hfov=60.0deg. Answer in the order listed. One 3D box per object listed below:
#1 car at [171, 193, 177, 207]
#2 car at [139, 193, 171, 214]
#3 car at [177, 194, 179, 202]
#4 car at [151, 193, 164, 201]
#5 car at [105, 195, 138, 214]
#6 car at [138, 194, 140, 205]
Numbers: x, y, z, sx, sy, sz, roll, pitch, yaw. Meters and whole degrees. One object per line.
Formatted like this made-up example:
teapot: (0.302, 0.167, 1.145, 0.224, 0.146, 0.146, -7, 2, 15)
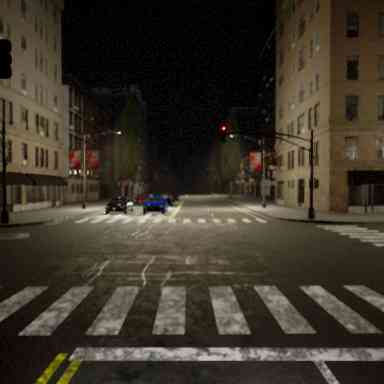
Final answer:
car: (-3.239, 1.106, 42.021, 1.895, 1.301, 4.718, 0, 1, 0)
car: (-3.272, 1.121, 30.284, 1.882, 1.535, 5.008, 0, 1, 0)
car: (-3.183, 0.823, 55.423, 1.882, 1.535, 5.008, 0, 0, 0)
car: (-6.390, 0.832, 61.855, 1.994, 1.385, 4.181, 0, 1, -1)
car: (-6.522, 1.147, 30.299, 1.837, 1.490, 4.892, 0, 1, 0)
car: (-6.479, 0.959, 43.950, 1.882, 1.535, 5.008, 0, 1, 1)
